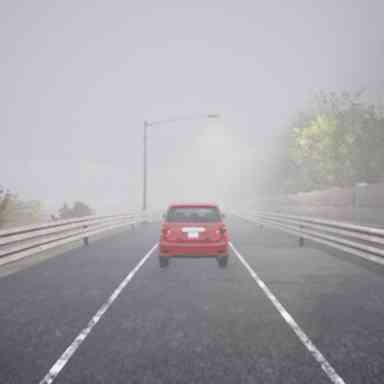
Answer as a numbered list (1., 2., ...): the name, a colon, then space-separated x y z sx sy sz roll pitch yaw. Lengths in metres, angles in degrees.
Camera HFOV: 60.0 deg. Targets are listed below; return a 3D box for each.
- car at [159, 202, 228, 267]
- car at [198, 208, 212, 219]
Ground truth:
1. car: 0.068 1.394 12.176 2.150 2.045 5.566 0 -2 1
2. car: 1.984 3.183 49.442 1.812 1.442 4.674 0 -2 4
